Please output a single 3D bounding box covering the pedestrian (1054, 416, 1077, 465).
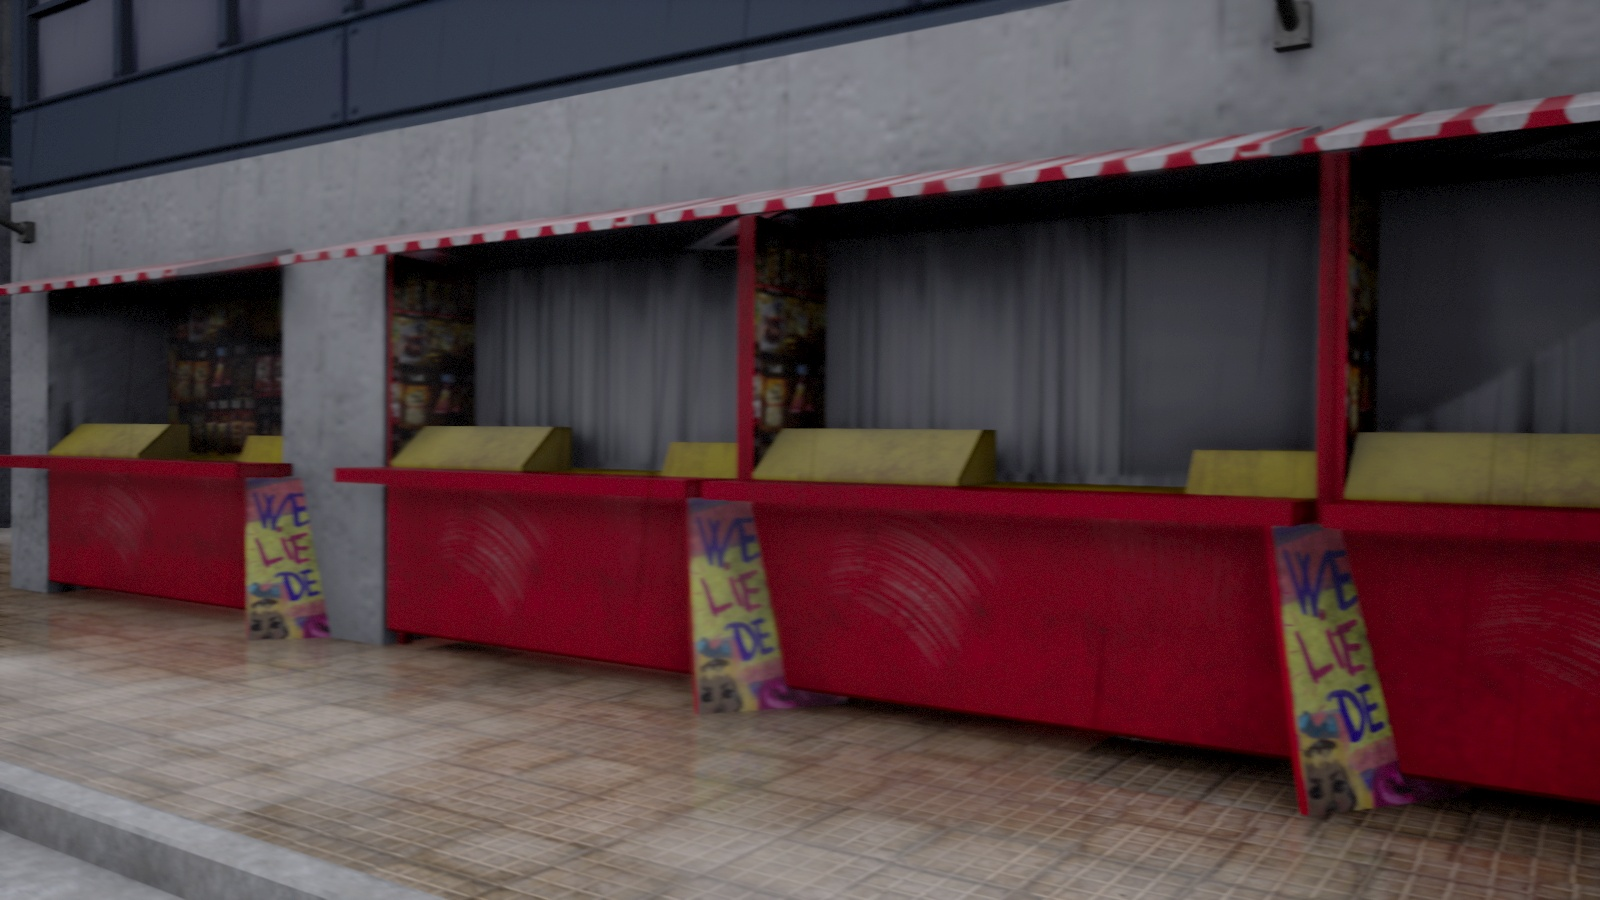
[{"bbox_3d":[10.609,-0.390,50.239,0.788,1.949,0.423,0,1,33],"label":"pedestrian"}]
